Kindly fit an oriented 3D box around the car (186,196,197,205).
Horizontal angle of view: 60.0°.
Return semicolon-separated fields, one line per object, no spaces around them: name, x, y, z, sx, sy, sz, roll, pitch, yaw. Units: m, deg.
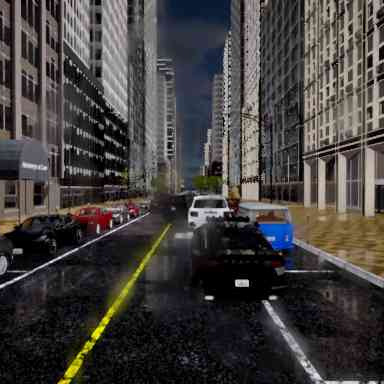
car;-0.052;1.511;59.413;1.812;1.442;4.674;0;0;0

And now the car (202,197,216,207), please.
car;2.637;1.538;52.843;2.008;1.369;4.403;-1;0;0

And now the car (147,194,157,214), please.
car;-3.126;1.213;35.427;2.150;2.045;5.566;0;0;0

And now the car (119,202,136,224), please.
car;-5.721;1.545;24.418;2.008;1.369;4.403;-1;0;0

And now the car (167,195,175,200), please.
car;-5.777;1.539;92.622;1.947;1.339;4.313;-1;0;0

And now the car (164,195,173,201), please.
car;-5.767;1.503;81.085;1.752;1.417;4.829;-1;0;0

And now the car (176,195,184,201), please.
car;-3.075;1.576;87.496;1.895;1.301;4.718;0;0;0

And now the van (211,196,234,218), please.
van;2.654;1.334;30.109;1.690;1.788;3.998;-1;0;0

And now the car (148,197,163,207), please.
car;-5.744;1.538;52.836;2.008;1.369;4.403;-1;0;0

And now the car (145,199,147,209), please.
car;-5.735;1.541;41.469;2.008;1.369;4.403;-1;0;0

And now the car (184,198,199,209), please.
car;-0.027;1.553;45.684;1.994;1.385;4.181;0;0;1

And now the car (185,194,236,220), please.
car;0.883;1.220;18.434;2.150;2.045;5.566;0;0;0

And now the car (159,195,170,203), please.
car;-5.759;1.422;69.887;1.967;1.590;4.097;-1;0;0

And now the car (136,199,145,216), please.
car;-5.725;1.575;30.102;1.802;1.307;4.206;-1;0;0

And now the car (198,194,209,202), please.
car;2.615;1.295;75.578;2.192;1.841;5.009;-1;0;0

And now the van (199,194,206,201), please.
van;2.606;1.317;86.946;1.690;1.788;3.998;-1;0;0

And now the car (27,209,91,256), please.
car;-5.710;1.563;13.051;1.947;1.339;4.313;-1;0;0

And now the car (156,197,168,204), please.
car;-5.753;1.565;64.204;1.802;1.307;4.206;-1;0;0

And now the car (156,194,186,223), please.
car;-0.165;1.214;24.787;2.150;2.045;5.566;-1;0;24

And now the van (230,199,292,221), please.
van;2.668;1.338;13.058;1.690;1.788;3.998;-1;0;0

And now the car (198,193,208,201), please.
car;2.611;1.293;81.262;2.192;1.841;5.009;-1;0;0

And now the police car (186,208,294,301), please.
police car;0.891;1.423;8.513;1.930;1.638;5.238;0;0;0

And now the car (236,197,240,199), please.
car;2.658;1.309;24.425;2.192;1.841;5.009;-1;0;0

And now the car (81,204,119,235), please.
car;-5.715;1.540;18.735;1.887;1.381;4.507;-1;0;0

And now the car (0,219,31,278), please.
car;-5.706;1.549;7.367;2.008;1.369;4.403;-1;0;0
